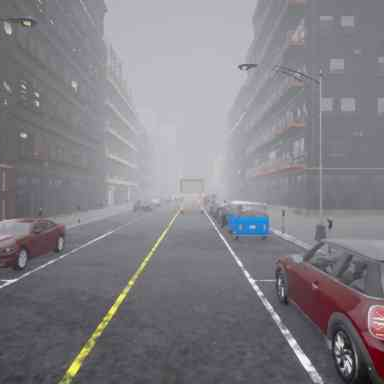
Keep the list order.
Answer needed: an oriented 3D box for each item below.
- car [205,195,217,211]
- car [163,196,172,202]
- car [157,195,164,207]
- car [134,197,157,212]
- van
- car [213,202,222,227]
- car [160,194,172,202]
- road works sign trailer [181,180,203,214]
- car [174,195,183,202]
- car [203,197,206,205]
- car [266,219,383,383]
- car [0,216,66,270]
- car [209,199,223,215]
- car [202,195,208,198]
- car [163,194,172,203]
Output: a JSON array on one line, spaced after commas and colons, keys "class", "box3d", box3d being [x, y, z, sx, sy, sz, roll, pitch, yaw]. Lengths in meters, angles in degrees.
[{"class": "car", "box3d": [2.692, 1.429, 33.553, 1.967, 1.590, 4.097, 0, 0, 0]}, {"class": "car", "box3d": [-5.690, 1.541, 78.648, 1.802, 1.307, 4.206, 0, 0, 0]}, {"class": "car", "box3d": [-5.689, 1.505, 50.295, 1.752, 1.417, 4.829, 0, 0, 0]}, {"class": "car", "box3d": [-5.689, 1.552, 39.191, 1.947, 1.339, 4.313, 0, 0, 0]}, {"class": "van", "box3d": [2.692, 1.337, 16.643, 1.690, 1.788, 3.998, 0, 0, 0]}, {"class": "car", "box3d": [2.691, 1.560, 22.280, 1.947, 1.339, 4.313, 0, 0, 0]}, {"class": "car", "box3d": [-5.688, 1.278, 73.011, 2.192, 1.841, 5.009, 0, 0, 0]}, {"class": "road works sign trailer", "box3d": [0.000, 0.453, 34.685, 2.380, 3.560, 2.880, 0, 0, 0]}, {"class": "car", "box3d": [-3.001, 1.444, 75.959, 1.812, 1.442, 4.674, 0, 0, 0]}, {"class": "car", "box3d": [2.692, 1.537, 39.188, 2.008, 1.369, 4.403, 0, 0, 0]}, {"class": "car", "box3d": [2.692, 1.439, 5.370, 1.967, 1.590, 4.097, 0, 0, 0]}, {"class": "car", "box3d": [-5.689, 1.542, 11.010, 1.887, 1.381, 4.507, 0, 0, 0]}, {"class": "car", "box3d": [2.692, 1.536, 27.916, 1.887, 1.381, 4.507, 0, 0, 0]}, {"class": "car", "box3d": [2.693, 1.295, 50.461, 2.192, 1.841, 5.009, 0, 0, 0]}, {"class": "car", "box3d": [-5.689, 1.407, 67.375, 1.967, 1.590, 4.097, 0, 0, 0]}]
